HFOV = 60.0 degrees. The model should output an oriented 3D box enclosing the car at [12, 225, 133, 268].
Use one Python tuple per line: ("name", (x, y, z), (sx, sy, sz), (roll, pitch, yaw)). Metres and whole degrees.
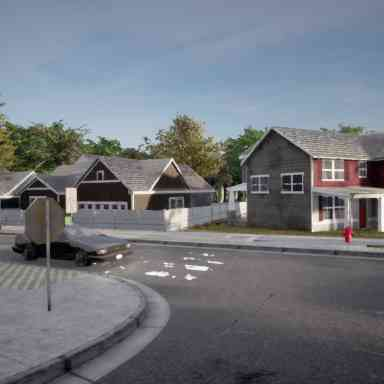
("car", (-4.997, 2.061, 13.532), (5.357, 1.411, 2.033), (-2, 0, 29))
